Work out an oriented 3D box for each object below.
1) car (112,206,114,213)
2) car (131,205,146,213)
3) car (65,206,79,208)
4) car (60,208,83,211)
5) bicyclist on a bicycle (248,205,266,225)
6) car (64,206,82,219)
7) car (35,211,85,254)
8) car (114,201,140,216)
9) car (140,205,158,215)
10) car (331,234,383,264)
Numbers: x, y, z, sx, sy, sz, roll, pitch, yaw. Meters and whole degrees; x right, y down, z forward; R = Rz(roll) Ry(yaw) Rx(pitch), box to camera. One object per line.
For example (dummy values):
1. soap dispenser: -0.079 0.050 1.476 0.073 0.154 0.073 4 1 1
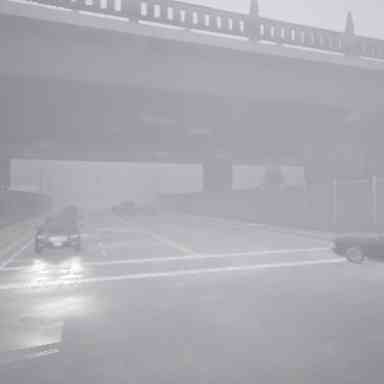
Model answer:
1. car: -12.799 2.864 57.667 1.882 1.535 5.008 0 -1 -19
2. car: -9.490 2.987 58.807 1.895 1.301 4.718 0 -1 -19
3. car: -12.440 2.218 34.348 2.097 1.767 4.553 0 -1 -19
4. car: -9.331 2.183 25.068 2.033 1.411 5.357 0 -1 -18
5. bicyclist on a bicycle: 5.265 1.869 27.102 1.656 1.620 0.582 0 -1 -19
6. car: -15.589 2.591 43.806 2.128 1.511 4.902 0 -1 -18
7. car: -6.225 1.898 15.830 2.128 1.511 4.902 0 -1 -19
8. car: -9.368 2.358 47.610 2.150 2.045 5.566 0 -1 -18
9. car: -6.384 2.725 49.745 1.994 1.385 4.181 0 -1 -18
10. car: 7.304 1.800 11.192 4.718 1.301 1.895 -1 -1 34
